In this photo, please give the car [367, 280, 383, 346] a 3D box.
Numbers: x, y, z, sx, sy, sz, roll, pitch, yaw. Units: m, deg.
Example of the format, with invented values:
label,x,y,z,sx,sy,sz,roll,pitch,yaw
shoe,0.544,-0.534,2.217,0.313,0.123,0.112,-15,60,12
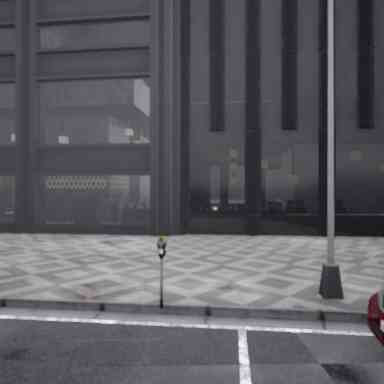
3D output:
label,x,y,z,sx,sy,sz,roll,pitch,yaw
car,4.820,1.315,3.697,5.009,1.841,2.192,0,0,7
